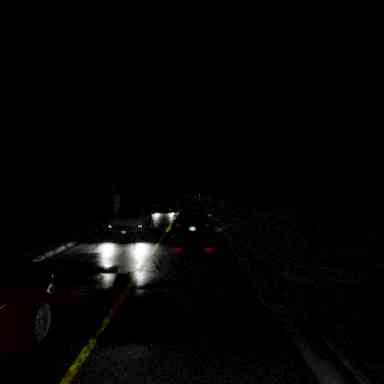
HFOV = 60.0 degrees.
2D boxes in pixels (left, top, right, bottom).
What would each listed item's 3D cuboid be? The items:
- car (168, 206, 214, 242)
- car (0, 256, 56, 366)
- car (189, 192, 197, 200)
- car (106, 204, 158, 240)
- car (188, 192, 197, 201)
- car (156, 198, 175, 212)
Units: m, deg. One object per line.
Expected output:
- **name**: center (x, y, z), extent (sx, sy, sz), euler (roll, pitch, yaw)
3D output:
- **car**: center (0.030, 1.572, 16.520), extent (1.994, 1.385, 4.181), euler (0, 0, 0)
- **car**: center (-3.095, 1.524, 3.618), extent (1.812, 1.442, 4.674), euler (0, 0, 0)
- **car**: center (0.179, 1.075, 91.370), extent (2.150, 2.045, 5.566), euler (0, 0, 0)
- **car**: center (-3.048, 1.528, 17.198), extent (1.812, 1.442, 4.674), euler (0, 0, 0)
- **car**: center (0.158, 1.200, 80.947), extent (2.150, 2.045, 5.566), euler (0, 0, 0)
- **car**: center (-2.939, 1.471, 37.830), extent (1.882, 1.535, 5.008), euler (0, 0, 0)
